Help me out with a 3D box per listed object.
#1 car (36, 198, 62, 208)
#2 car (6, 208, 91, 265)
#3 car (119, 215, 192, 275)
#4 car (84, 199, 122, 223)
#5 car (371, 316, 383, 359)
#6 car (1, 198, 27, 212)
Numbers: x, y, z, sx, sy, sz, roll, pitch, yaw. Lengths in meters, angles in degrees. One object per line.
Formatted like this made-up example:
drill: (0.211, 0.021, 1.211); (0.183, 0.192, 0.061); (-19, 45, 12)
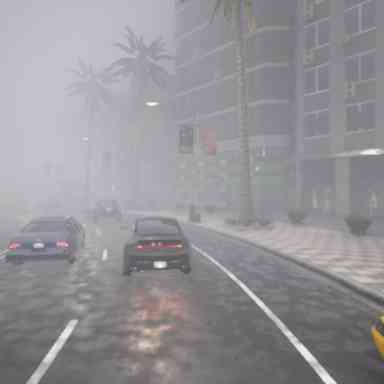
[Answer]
car: (-16.980, 1.407, 39.368); (2.128, 1.511, 4.902); (0, 0, -39)
car: (-4.845, 1.523, 11.649); (2.033, 1.411, 5.357); (0, 0, -14)
car: (-1.198, 1.494, 10.486); (1.837, 1.490, 4.892); (1, 1, -10)
car: (-6.978, 1.309, 25.627); (2.097, 1.767, 4.553); (0, 0, -29)
car: (3.014, 1.463, 1.633); (1.801, 1.575, 5.366); (0, 0, -1)
car: (-20.389, 1.385, 38.011); (1.882, 1.535, 5.008); (0, 0, -40)
